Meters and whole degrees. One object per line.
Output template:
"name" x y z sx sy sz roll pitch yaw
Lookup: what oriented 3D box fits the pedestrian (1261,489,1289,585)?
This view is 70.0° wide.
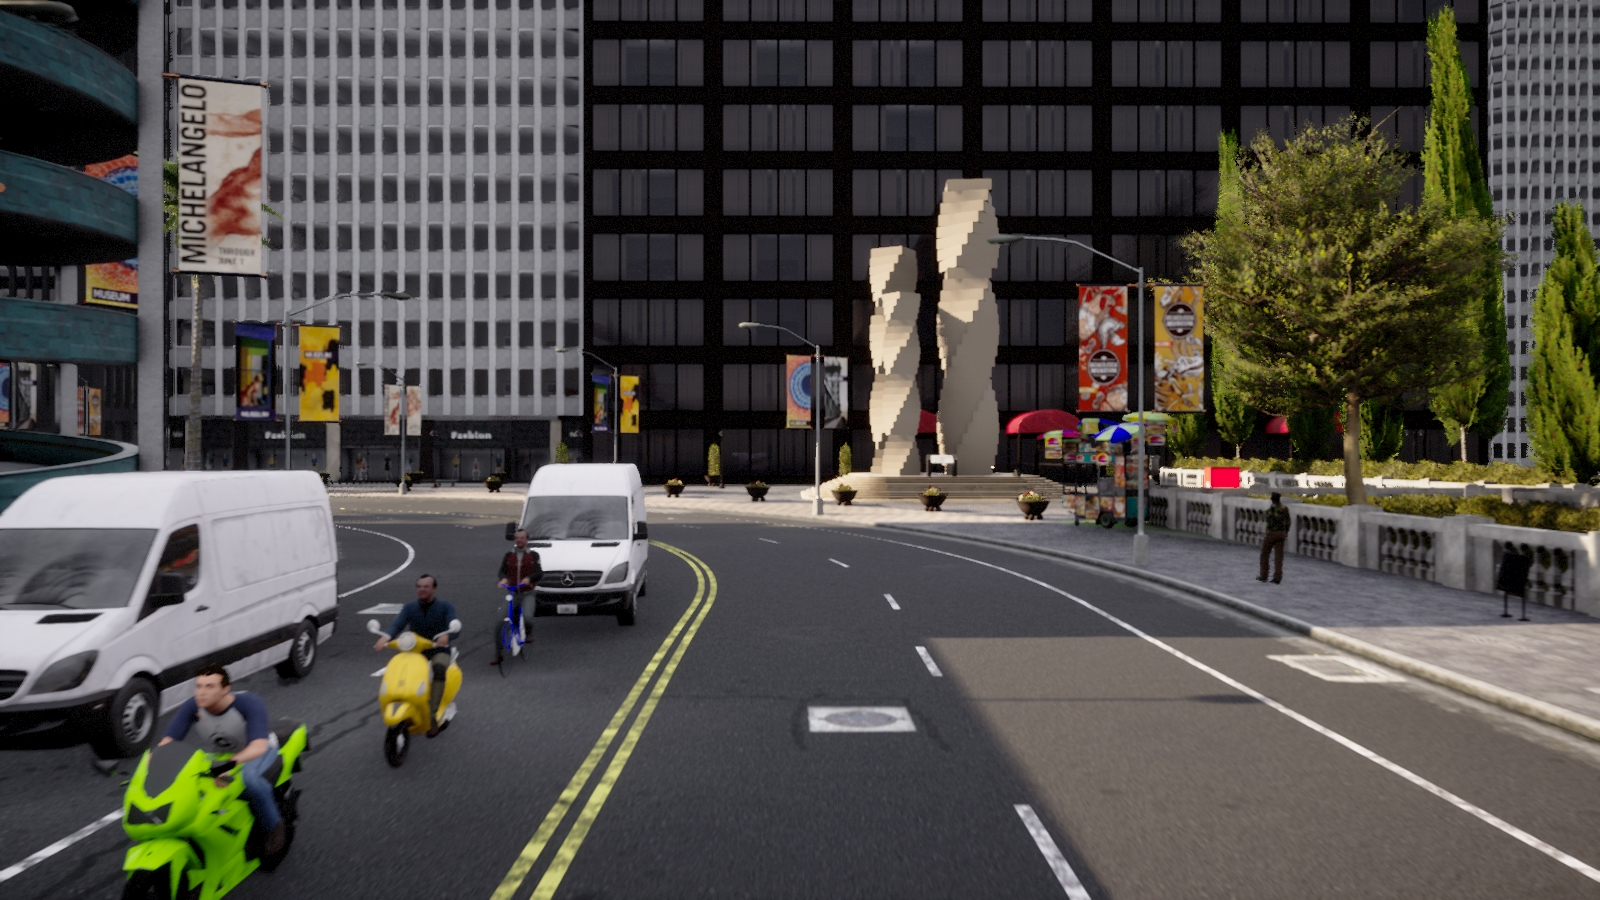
"pedestrian" 9.334 1.704 22.462 0.375 1.860 0.375 0 0 -5

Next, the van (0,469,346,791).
"van" -7.062 1.539 12.392 1.988 2.561 5.915 0 0 -1

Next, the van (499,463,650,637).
"van" -3.801 1.541 20.275 1.988 2.561 5.915 0 0 -5
